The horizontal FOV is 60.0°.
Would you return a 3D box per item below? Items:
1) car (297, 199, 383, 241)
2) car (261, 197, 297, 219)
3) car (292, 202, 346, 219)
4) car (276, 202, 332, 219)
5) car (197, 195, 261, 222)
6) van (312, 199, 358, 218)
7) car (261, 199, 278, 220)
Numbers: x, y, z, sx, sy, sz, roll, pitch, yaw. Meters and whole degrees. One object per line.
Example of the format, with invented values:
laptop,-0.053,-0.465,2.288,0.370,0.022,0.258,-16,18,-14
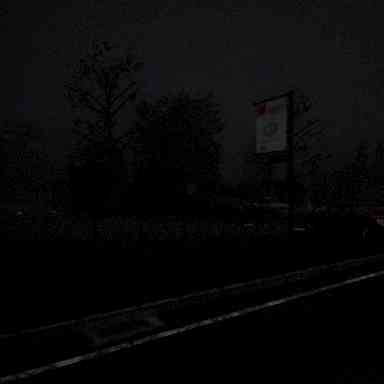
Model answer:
car,8.098,1.397,16.977,2.185,1.767,4.553,2,-1,-36
car,7.094,1.453,31.340,2.435,2.045,5.566,2,-1,-36
car,13.760,1.965,36.401,1.946,1.575,5.366,3,-1,-36
car,11.601,1.874,34.848,1.946,1.575,5.366,2,-1,-36
car,2.677,1.321,28.129,2.435,2.045,5.566,2,-1,-36
van,16.209,1.843,37.792,1.878,1.987,4.442,3,-1,-36
car,4.817,1.636,29.712,2.231,1.521,4.892,2,-1,-36
